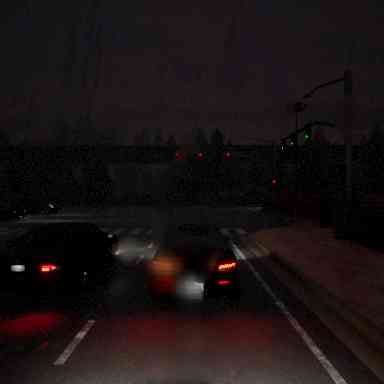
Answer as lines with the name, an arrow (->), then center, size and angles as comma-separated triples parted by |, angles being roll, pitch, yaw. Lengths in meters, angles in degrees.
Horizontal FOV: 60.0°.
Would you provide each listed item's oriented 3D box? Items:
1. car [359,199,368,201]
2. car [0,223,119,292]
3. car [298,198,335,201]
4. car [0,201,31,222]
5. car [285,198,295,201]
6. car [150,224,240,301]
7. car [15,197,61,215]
car -> 23.228, 1.601, 46.813 | 4.718, 1.301, 1.895 | 0, 0, 0
car -> -3.420, 1.547, 9.050 | 2.033, 1.411, 5.357 | 0, 0, 0
car -> 16.920, 1.491, 43.340 | 4.902, 1.511, 2.128 | 0, 0, 0
car -> -15.505, 1.601, 25.822 | 4.718, 1.301, 1.895 | 0, 0, 0
car -> 14.121, 1.526, 46.855 | 4.674, 1.442, 1.812 | 0, 0, 2
car -> 0.072, 1.526, 8.229 | 1.812, 1.442, 4.674 | 0, 0, 0
car -> -15.410, 1.351, 32.823 | 4.553, 1.767, 2.097 | 0, 0, 0
